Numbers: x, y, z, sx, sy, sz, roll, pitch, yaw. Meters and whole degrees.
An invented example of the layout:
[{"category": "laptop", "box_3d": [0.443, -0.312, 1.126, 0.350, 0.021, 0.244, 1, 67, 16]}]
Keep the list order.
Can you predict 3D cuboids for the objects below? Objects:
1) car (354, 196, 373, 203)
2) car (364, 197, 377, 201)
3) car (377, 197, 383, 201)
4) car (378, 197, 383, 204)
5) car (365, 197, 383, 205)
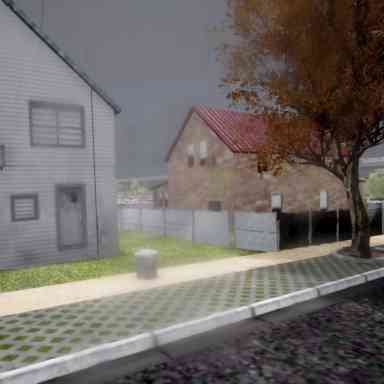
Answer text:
[{"category": "car", "box_3d": [38.577, 1.680, 74.974, 1.895, 1.301, 4.718, -2, 0, 0]}, {"category": "car", "box_3d": [28.610, 1.870, 56.460, 2.128, 1.511, 4.902, -2, 0, 1]}, {"category": "car", "box_3d": [31.861, 1.767, 55.665, 1.837, 1.490, 4.892, -2, 0, 1]}, {"category": "car", "box_3d": [38.490, 1.630, 64.930, 1.812, 1.442, 4.674, -2, 0, 0]}, {"category": "car", "box_3d": [35.230, 1.736, 63.576, 1.812, 1.442, 4.674, -2, 0, 0]}]
